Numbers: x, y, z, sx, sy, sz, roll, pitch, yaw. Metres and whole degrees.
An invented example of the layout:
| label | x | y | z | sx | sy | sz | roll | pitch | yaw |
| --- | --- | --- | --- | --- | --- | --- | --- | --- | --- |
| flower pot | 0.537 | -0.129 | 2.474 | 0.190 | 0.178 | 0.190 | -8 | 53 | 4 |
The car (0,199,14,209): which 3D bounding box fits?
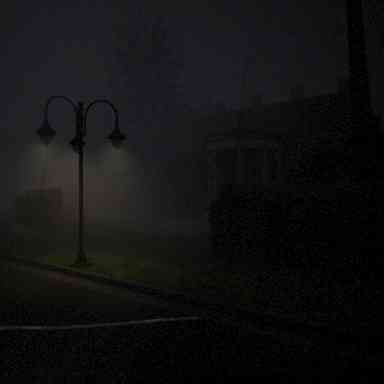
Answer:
| label | x | y | z | sx | sy | sz | roll | pitch | yaw |
| --- | --- | --- | --- | --- | --- | --- | --- | --- | --- |
| car | -24.808 | 1.599 | 42.927 | 1.895 | 1.301 | 4.718 | 0 | 0 | 7 |
